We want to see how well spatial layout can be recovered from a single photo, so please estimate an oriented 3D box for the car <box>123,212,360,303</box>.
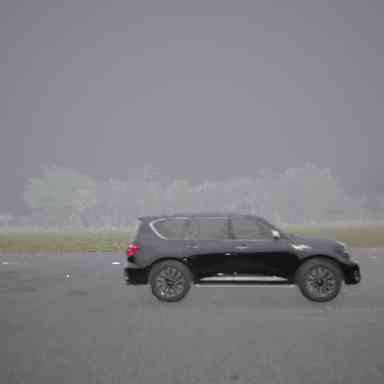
[{"bbox_3d":[1.090,1.513,8.403,5.566,2.045,2.150,-2,-4,3],"label":"car"}]
